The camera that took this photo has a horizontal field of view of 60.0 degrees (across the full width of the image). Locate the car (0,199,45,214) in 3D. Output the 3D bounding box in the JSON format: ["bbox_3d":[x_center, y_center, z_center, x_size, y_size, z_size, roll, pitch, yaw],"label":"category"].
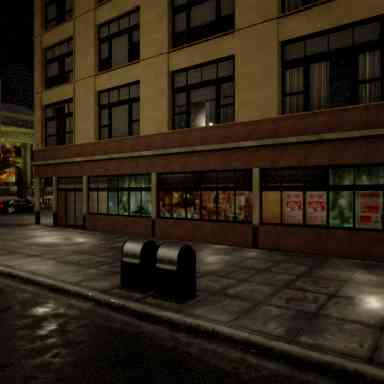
[{"bbox_3d":[-18.127,1.505,35.277,1.837,1.490,4.892,0,0,36],"label":"car"}]
